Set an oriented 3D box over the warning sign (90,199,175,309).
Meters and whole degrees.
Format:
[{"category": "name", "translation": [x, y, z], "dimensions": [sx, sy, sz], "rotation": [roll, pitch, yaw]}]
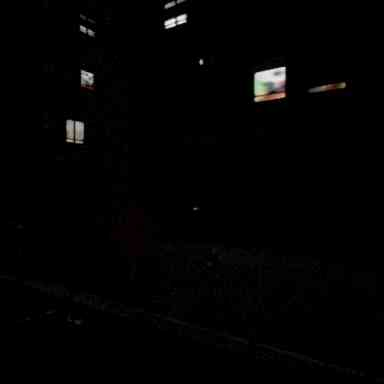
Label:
[{"category": "warning sign", "translation": [-1.160, 1.097, 6.623], "dimensions": [1.060, 1.860, 1.300], "rotation": [0, 0, 35]}]
